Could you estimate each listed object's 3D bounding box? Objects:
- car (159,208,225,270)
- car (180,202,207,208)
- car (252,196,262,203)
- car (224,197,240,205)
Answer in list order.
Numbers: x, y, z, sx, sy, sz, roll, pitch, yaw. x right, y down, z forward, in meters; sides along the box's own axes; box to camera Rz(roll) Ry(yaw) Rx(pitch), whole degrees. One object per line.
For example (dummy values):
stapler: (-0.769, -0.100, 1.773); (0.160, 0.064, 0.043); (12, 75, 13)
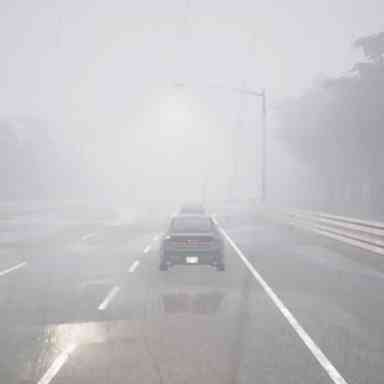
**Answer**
car: (0.003, 1.503, 11.007); (1.837, 1.490, 4.892); (0, 0, 0)
car: (0.080, 1.489, 25.293); (1.882, 1.535, 5.008); (0, 0, 2)
car: (14.462, 1.487, 71.507); (1.812, 1.442, 4.674); (0, 0, 35)
car: (6.891, 1.517, 57.308); (1.812, 1.442, 4.674); (0, 0, 23)
